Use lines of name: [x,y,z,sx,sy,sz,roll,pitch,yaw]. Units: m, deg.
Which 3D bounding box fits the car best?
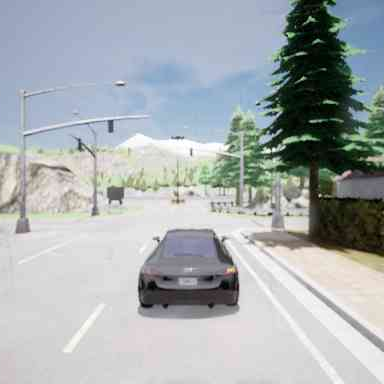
car: [-0.037,1.538,7.949,1.994,1.385,4.181,0,1,1]
